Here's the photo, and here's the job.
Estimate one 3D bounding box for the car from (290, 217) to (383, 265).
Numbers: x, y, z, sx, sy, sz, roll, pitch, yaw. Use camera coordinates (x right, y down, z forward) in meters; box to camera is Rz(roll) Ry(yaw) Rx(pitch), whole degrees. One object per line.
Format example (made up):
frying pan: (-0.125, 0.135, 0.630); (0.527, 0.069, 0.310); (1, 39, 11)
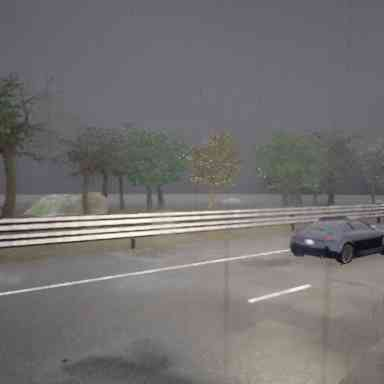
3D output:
car: (5.444, 1.592, 11.936); (4.181, 1.385, 1.994); (0, 0, -35)
